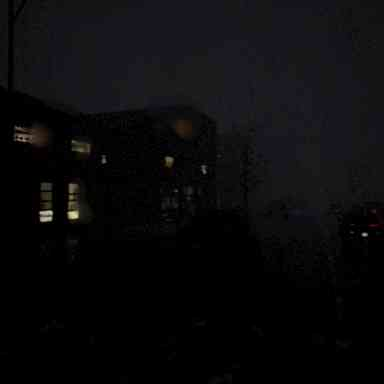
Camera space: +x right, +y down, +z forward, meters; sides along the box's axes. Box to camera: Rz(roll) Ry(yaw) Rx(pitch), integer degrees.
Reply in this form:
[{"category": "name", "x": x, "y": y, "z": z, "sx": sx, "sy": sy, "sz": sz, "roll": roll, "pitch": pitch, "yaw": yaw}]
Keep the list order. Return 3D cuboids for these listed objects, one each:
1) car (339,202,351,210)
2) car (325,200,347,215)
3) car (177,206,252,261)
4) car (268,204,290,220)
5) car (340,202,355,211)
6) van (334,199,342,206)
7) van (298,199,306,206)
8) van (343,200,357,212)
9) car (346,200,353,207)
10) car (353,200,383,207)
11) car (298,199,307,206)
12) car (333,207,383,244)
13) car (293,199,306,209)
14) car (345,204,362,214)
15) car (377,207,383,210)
[{"category": "car", "x": 28.665, "y": 2.568, "z": 62.433, "sx": 1.802, "sy": 1.307, "sz": 4.206, "roll": -1, "pitch": -1, "yaw": 21}, {"category": "car", "x": 18.188, "y": 2.153, "z": 42.209, "sx": 1.882, "sy": 1.535, "sz": 5.008, "roll": 0, "pitch": -1, "yaw": 21}, {"category": "car", "x": 1.132, "y": 1.538, "z": 13.548, "sx": 2.192, "sy": 1.841, "sz": 5.009, "roll": -1, "pitch": -1, "yaw": 21}, {"category": "car", "x": 9.011, "y": 1.969, "z": 34.291, "sx": 1.967, "sy": 1.590, "sz": 4.097, "roll": -1, "pitch": -1, "yaw": 21}, {"category": "car", "x": 26.696, "y": 2.455, "z": 57.247, "sx": 1.887, "sy": 1.381, "sz": 4.507, "roll": -1, "pitch": -1, "yaw": 21}, {"category": "van", "x": 36.544, "y": 2.631, "z": 83.183, "sx": 1.690, "sy": 1.788, "sz": 3.998, "roll": -1, "pitch": -1, "yaw": 21}, {"category": "van", "x": 26.739, "y": 2.554, "z": 80.970, "sx": 1.690, "sy": 1.788, "sz": 3.998, "roll": -1, "pitch": -1, "yaw": 21}, {"category": "van", "x": 24.725, "y": 2.175, "z": 52.065, "sx": 1.690, "sy": 1.788, "sz": 3.998, "roll": -1, "pitch": -1, "yaw": 21}, {"category": "car", "x": 20.786, "y": 2.122, "z": 41.690, "sx": 1.967, "sy": 1.590, "sz": 4.097, "roll": -1, "pitch": -1, "yaw": 21}, {"category": "car", "x": 16.845, "y": 1.845, "z": 31.319, "sx": 2.192, "sy": 1.841, "sz": 5.009, "roll": -1, "pitch": -1, "yaw": 21}, {"category": "car", "x": 28.710, "y": 2.729, "z": 86.155, "sx": 1.967, "sy": 1.590, "sz": 4.097, "roll": -1, "pitch": -1, "yaw": 21}, {"category": "car", "x": 8.955, "y": 1.809, "z": 17.837, "sx": 2.128, "sy": 1.511, "sz": 4.902, "roll": 0, "pitch": -1, "yaw": 21}, {"category": "car", "x": 20.831, "y": 2.536, "z": 65.407, "sx": 2.008, "sy": 1.369, "sz": 4.403, "roll": -1, "pitch": -1, "yaw": 21}, {"category": "car", "x": 22.757, "y": 2.340, "z": 46.874, "sx": 1.802, "sy": 1.307, "sz": 4.206, "roll": -1, "pitch": -1, "yaw": 21}, {"category": "car", "x": 12.967, "y": 1.905, "z": 21.102, "sx": 1.752, "sy": 1.417, "sz": 4.829, "roll": -1, "pitch": -1, "yaw": 21}]
